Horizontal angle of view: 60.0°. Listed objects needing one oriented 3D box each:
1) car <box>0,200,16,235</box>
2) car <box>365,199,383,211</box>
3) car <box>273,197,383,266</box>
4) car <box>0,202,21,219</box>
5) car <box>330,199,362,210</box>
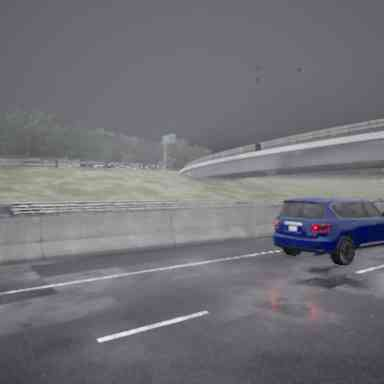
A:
[{"bbox_3d":[-11.768,1.332,17.072,4.553,1.767,2.097,0,0,-35],"label":"car"},{"bbox_3d":[24.082,1.611,42.124,4.892,1.490,1.837,1,-1,-35],"label":"car"},{"bbox_3d":[5.284,1.205,11.705,5.566,2.045,2.150,0,0,-35],"label":"car"},{"bbox_3d":[-9.733,1.336,14.224,4.553,1.767,2.097,0,0,-35],"label":"car"},{"bbox_3d":[20.265,1.643,43.734,4.181,1.385,1.994,1,0,-35],"label":"car"}]
